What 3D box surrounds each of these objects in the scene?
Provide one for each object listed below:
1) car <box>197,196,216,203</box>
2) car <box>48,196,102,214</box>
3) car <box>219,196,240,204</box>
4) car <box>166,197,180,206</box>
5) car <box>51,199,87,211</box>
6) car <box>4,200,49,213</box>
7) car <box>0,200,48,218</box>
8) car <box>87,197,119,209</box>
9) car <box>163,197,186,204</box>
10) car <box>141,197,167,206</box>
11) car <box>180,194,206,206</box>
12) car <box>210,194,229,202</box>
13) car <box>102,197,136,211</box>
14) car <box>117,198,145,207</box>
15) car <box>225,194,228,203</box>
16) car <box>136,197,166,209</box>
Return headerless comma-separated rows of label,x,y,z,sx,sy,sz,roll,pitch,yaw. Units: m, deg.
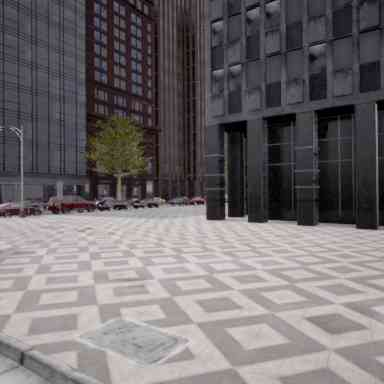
car,3.167,1.534,71.309,1.887,1.381,4.507,-1,0,35
car,-12.190,1.289,33.954,2.192,1.841,5.009,-1,0,35
car,6.989,1.463,61.824,1.947,1.339,4.313,-1,0,35
car,-1.646,1.496,53.893,2.033,1.411,5.357,-1,0,35
car,-16.013,1.641,43.433,1.802,1.307,4.206,-1,0,35
car,-19.209,1.641,38.788,1.947,1.339,4.313,-1,0,35
car,-15.385,1.575,29.307,1.802,1.307,4.206,-1,0,35
car,-12.818,1.483,48.079,1.967,1.590,4.097,-1,0,35
car,-3.226,1.573,62.017,1.947,1.339,4.313,-1,0,35
car,-6.520,1.543,57.230,1.752,1.417,4.829,-1,0,35
car,0.596,1.461,52.534,1.887,1.381,4.507,-1,0,35
car,6.362,1.295,75.956,2.192,1.841,5.009,-1,0,35
car,-8.992,1.524,38.598,1.947,1.339,4.313,-1,0,35
car,-9.619,1.612,52.725,1.802,1.307,4.206,-1,0,35
car,3.790,1.221,57.181,2.192,1.841,5.009,-1,0,35
car,-5.796,1.508,43.243,1.947,1.339,4.313,-1,0,35
